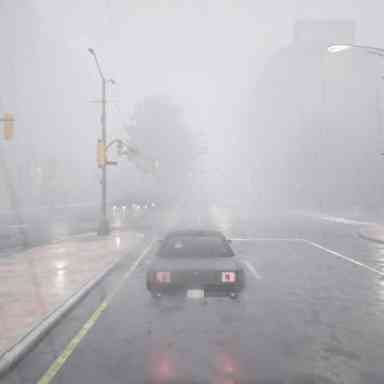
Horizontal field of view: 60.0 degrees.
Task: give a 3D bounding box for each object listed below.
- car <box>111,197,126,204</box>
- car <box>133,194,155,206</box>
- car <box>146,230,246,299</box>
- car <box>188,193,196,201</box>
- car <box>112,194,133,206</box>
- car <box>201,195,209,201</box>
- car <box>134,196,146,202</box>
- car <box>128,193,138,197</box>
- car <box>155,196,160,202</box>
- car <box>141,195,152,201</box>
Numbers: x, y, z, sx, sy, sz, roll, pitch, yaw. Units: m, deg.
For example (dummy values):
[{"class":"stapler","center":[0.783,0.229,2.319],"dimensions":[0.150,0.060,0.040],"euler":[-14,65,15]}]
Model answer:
[{"class":"car","center":[-14.753,1.595,66.783],"dimensions":[1.895,1.301,4.718],"euler":[0,0,0]},{"class":"car","center":[-8.091,1.547,56.476],"dimensions":[2.033,1.411,5.357],"euler":[0,0,0]},{"class":"car","center":[0.074,1.601,8.398],"dimensions":[1.895,1.301,4.718],"euler":[0,0,0]},{"class":"car","center":[-0.005,1.540,85.770],"dimensions":[2.033,1.411,5.357],"euler":[0,0,0]},{"class":"car","center":[-11.591,1.526,55.076],"dimensions":[1.812,1.442,4.674],"euler":[0,0,0]},{"class":"car","center":[3.495,1.595,86.948],"dimensions":[1.895,1.301,4.718],"euler":[0,0,0]},{"class":"car","center":[-11.504,1.553,74.373],"dimensions":[1.994,1.385,4.181],"euler":[0,0,0]},{"class":"car","center":[-11.541,1.221,64.489],"dimensions":[2.150,2.045,5.566],"euler":[0,0,1]},{"class":"car","center":[-8.033,1.564,65.712],"dimensions":[1.994,1.385,4.181],"euler":[0,0,1]},{"class":"car","center":[-11.504,1.525,84.606],"dimensions":[2.128,1.511,4.902],"euler":[0,0,0]}]
